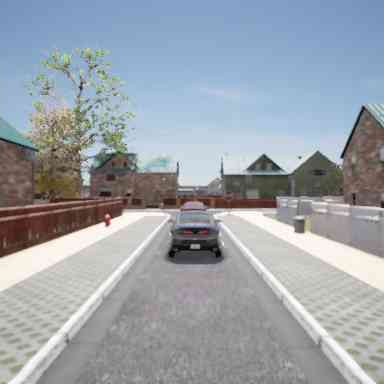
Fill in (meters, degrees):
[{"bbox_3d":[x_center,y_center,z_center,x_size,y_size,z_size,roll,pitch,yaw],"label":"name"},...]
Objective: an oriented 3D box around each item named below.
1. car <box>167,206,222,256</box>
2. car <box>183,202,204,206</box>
[{"bbox_3d":[0.102,1.488,12.904,1.837,1.490,4.892,0,0,0],"label":"car"},{"bbox_3d":[0.155,1.448,24.694,1.882,1.535,5.008,0,0,2],"label":"car"}]
